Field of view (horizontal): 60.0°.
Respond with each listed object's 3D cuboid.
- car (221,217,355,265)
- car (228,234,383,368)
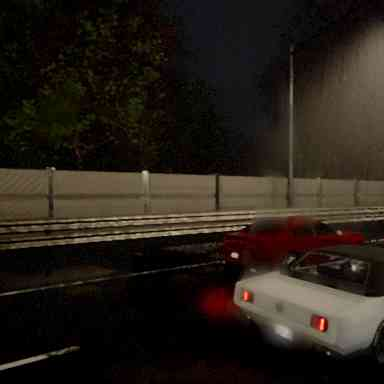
[{"bbox_3d":[3.174,1.492,9.961,5.008,1.535,1.882,0,0,-33],"label":"car"},{"bbox_3d":[3.088,1.607,5.735,4.718,1.301,1.895,0,0,-34],"label":"car"}]
